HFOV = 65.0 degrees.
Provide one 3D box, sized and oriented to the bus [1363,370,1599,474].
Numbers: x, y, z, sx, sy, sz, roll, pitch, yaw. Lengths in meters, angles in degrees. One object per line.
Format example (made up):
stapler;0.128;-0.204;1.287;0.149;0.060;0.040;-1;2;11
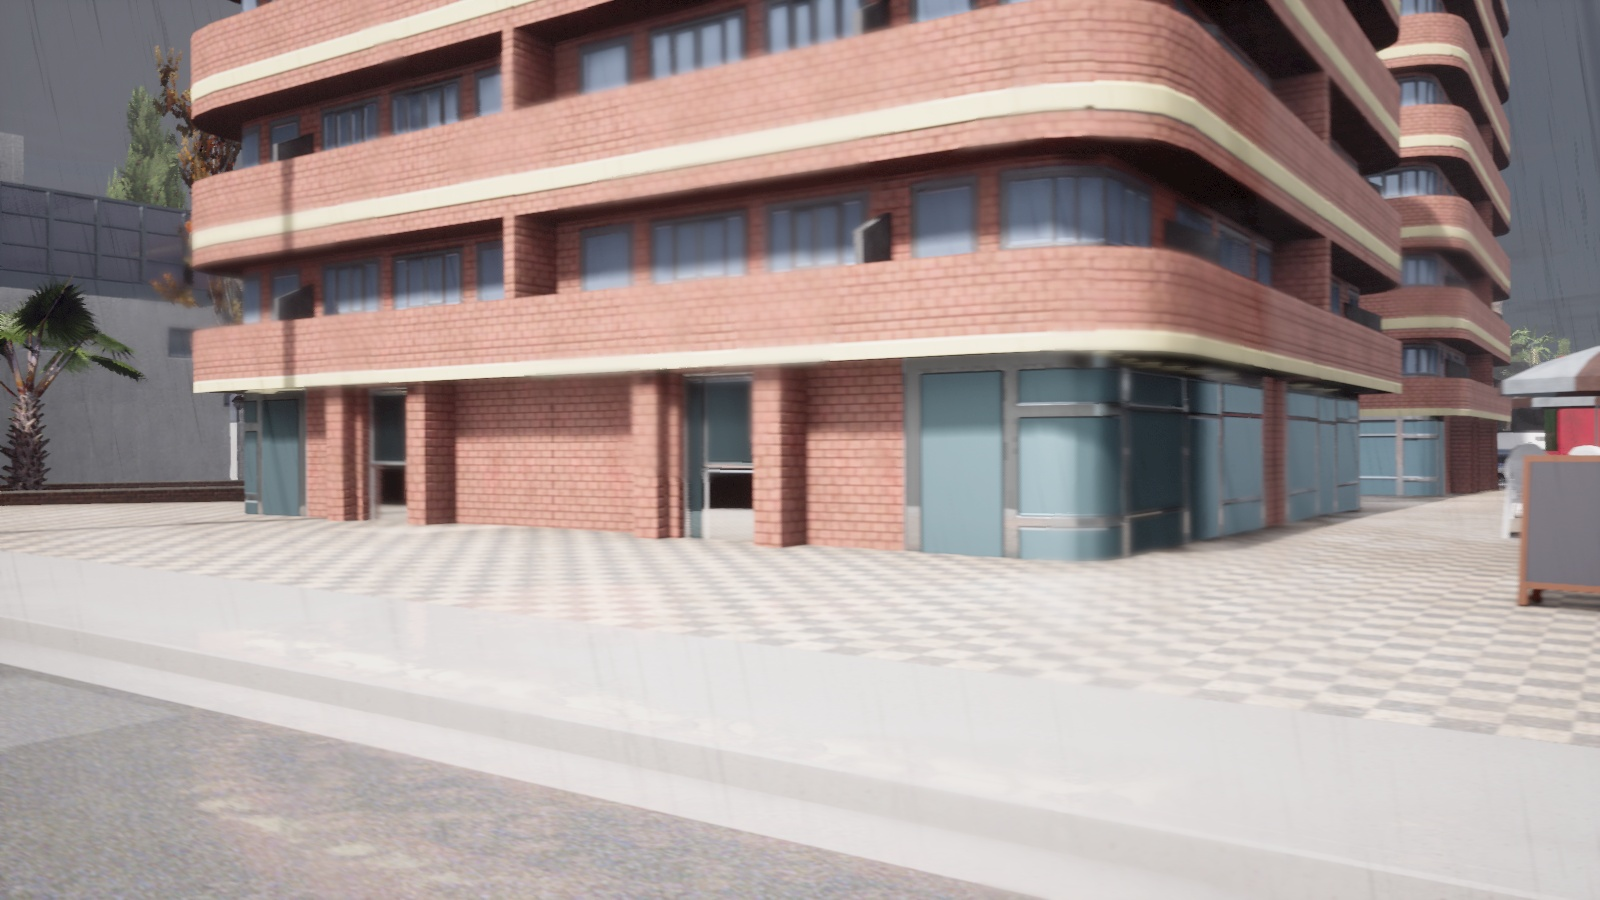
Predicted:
bus;31.074;-1.168;56.006;10.273;4.253;3.944;-1;0;33
